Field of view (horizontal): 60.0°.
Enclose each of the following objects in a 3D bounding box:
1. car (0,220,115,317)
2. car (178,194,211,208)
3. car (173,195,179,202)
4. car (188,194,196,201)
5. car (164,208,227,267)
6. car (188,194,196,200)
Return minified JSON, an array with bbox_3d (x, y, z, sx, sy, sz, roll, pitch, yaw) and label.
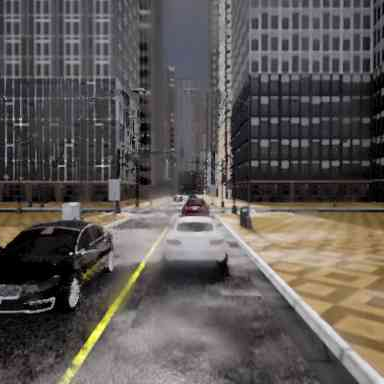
[{"bbox_3d":[-3.098,1.480,7.680,1.837,1.490,4.892,0,0,0],"label":"car"},{"bbox_3d":[0.411,1.271,26.975,2.097,1.767,4.553,0,0,5],"label":"car"},{"bbox_3d":[-3.006,1.354,70.684,2.128,1.511,4.902,0,0,0],"label":"car"},{"bbox_3d":[-0.006,1.313,80.201,1.837,1.490,4.892,0,0,0],"label":"car"},{"bbox_3d":[0.089,1.490,11.106,1.812,1.442,4.674,0,0,0],"label":"car"},{"bbox_3d":[-0.007,1.265,90.618,1.882,1.535,5.008,0,0,0],"label":"car"}]
